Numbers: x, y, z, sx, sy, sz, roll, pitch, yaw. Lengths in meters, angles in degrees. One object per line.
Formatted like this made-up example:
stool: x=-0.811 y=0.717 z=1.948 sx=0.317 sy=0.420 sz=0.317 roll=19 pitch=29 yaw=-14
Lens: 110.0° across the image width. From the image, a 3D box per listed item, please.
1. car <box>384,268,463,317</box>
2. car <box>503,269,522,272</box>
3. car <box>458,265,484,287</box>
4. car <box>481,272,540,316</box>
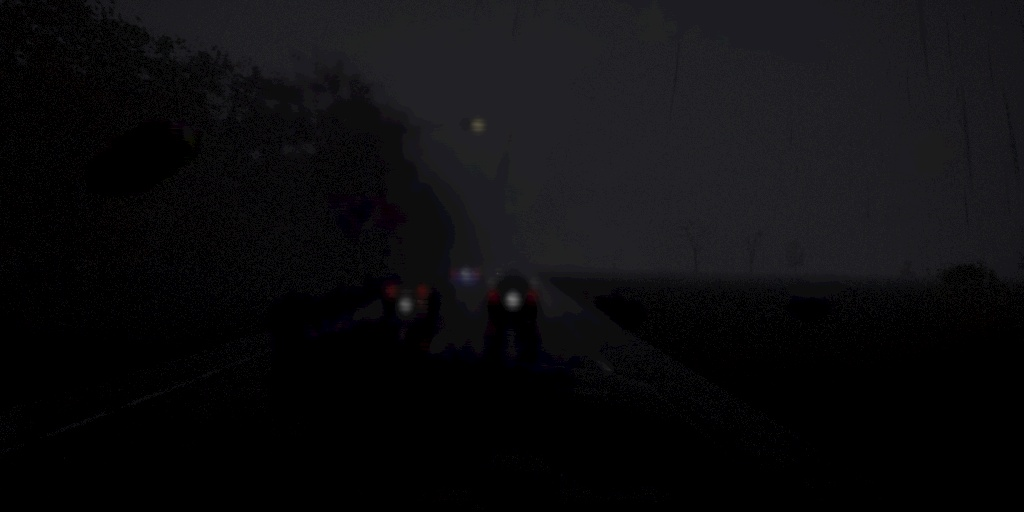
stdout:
car: x=-3.455 y=1.414 z=14.132 sx=2.128 sy=1.511 sz=4.902 roll=0 pitch=-1 yaw=0
car: x=0.026 y=1.648 z=26.966 sx=2.033 sy=1.411 sz=5.357 roll=0 pitch=-1 yaw=1
car: x=-3.455 y=1.481 z=29.073 sx=2.097 sy=1.767 sz=4.553 roll=0 pitch=-1 yaw=0
car: x=0.045 y=1.488 z=14.195 sx=1.994 sy=1.385 sz=4.181 roll=0 pitch=-1 yaw=0
